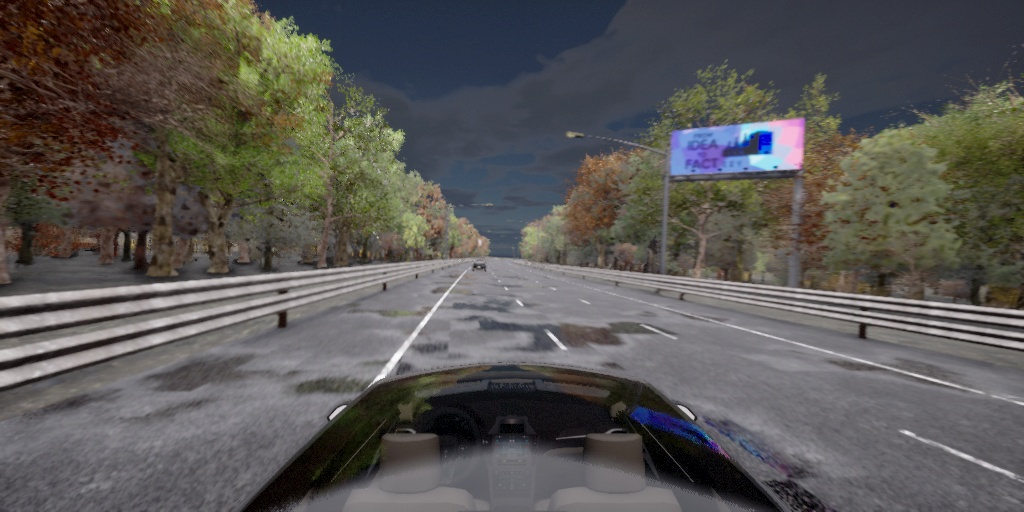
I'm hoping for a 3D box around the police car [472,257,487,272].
[{"bbox_3d":[-4.627,1.326,51.105,1.930,1.638,5.238,3,-2,-4],"label":"police car"}]
